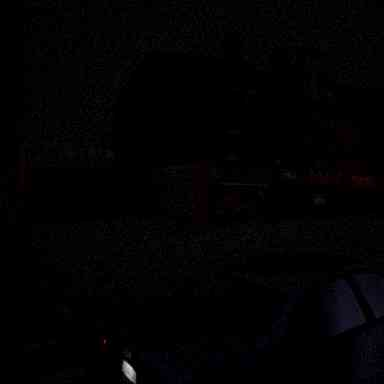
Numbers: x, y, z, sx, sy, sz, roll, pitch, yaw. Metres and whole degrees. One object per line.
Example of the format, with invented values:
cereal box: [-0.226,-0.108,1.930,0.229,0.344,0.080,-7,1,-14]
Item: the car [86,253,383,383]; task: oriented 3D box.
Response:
car: [1.517,1.547,4.239,5.357,1.411,2.033,0,0,-35]
